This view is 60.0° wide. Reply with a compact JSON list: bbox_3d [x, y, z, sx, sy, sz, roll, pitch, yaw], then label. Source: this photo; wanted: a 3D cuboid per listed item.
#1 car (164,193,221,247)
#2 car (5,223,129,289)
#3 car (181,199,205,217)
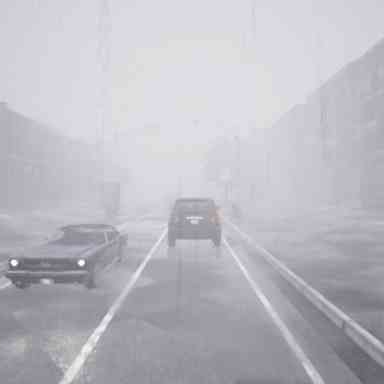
[{"bbox_3d":[0.101,1.229,15.299,2.150,2.045,5.566,0,0,0],"label":"car"},{"bbox_3d":[-3.100,1.605,9.295,1.895,1.301,4.718,0,0,0],"label":"car"},{"bbox_3d":[0.101,1.493,32.784,2.128,1.511,4.902,0,0,0],"label":"car"}]
